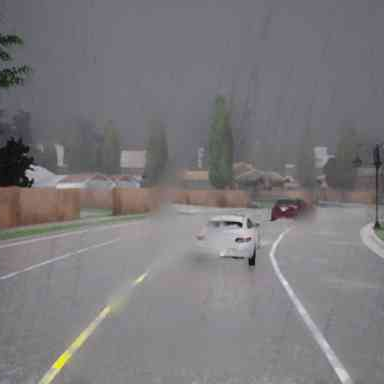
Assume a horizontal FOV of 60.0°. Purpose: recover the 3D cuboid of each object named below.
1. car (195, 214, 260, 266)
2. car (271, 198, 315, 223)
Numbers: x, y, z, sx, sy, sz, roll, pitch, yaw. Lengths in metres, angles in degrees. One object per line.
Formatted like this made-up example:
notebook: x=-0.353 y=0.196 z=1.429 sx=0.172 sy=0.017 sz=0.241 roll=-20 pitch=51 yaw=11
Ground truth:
car: x=1.327 y=1.485 z=11.482 sx=1.812 sy=1.442 sz=4.674 roll=0 pitch=0 yaw=13
car: x=7.645 y=1.250 z=24.953 sx=2.097 sy=1.767 sz=4.553 roll=0 pitch=0 yaw=36
